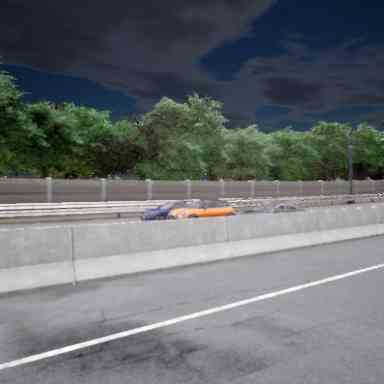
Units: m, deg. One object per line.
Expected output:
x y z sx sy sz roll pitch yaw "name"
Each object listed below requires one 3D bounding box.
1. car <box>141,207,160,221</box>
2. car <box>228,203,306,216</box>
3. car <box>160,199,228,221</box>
-1.444 1.472 24.344 4.674 1.442 1.812 0 0 -35 "car"
4.918 1.418 20.237 4.902 1.511 2.128 -1 0 -35 "car"
0.630 1.299 21.521 4.553 1.767 2.097 0 0 -35 "car"
